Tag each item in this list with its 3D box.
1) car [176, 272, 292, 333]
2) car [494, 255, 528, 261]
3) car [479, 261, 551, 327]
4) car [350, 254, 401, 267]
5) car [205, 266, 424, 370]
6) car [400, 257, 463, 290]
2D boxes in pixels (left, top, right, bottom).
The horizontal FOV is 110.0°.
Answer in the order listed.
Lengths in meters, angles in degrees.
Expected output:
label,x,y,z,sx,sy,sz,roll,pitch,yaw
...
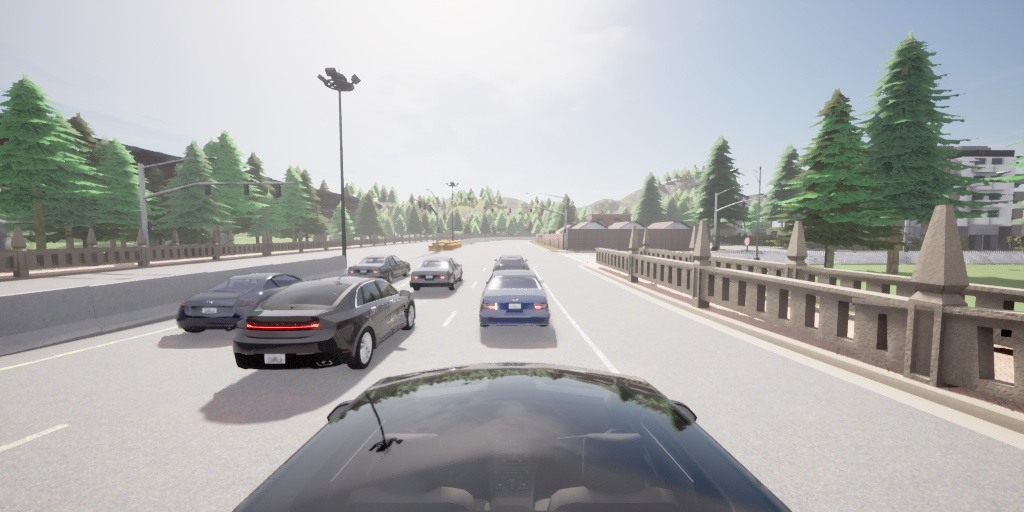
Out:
label,x,y,z,sx,sy,sz,roll,pitch,yaw
car,-6.959,1.144,10.227,1.994,1.385,4.181,0,2,-1
car,-0.038,0.617,19.867,1.994,1.385,4.181,0,3,0
car,0.042,1.103,10.789,2.033,1.411,5.357,0,2,0
car,-7.034,0.622,19.438,2.033,1.411,5.357,0,4,-1
car,-3.438,1.169,7.580,1.837,1.490,4.892,0,2,-1
car,-3.502,0.755,17.279,2.033,1.411,5.357,0,4,-2
